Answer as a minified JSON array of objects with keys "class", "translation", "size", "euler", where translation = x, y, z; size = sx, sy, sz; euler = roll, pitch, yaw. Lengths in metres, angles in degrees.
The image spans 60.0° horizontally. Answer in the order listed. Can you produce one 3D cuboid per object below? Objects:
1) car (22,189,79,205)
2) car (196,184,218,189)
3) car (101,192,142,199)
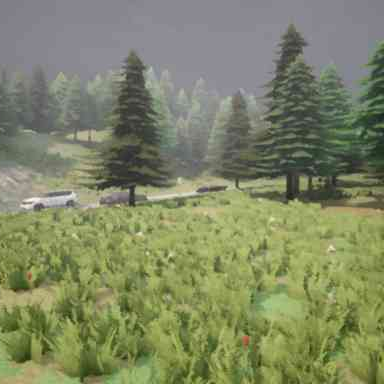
[{"class":"car","translation":[-14.417,0.836,33.974],"size":[2.150,2.045,5.566],"euler":[1,5,41]},{"class":"car","translation":[2.884,-0.507,47.040],"size":[4.718,1.301,1.895],"euler":[-6,6,-43]},{"class":"car","translation":[-7.470,0.666,36.689],"size":[5.357,1.411,2.033],"euler":[-7,6,-45]}]
